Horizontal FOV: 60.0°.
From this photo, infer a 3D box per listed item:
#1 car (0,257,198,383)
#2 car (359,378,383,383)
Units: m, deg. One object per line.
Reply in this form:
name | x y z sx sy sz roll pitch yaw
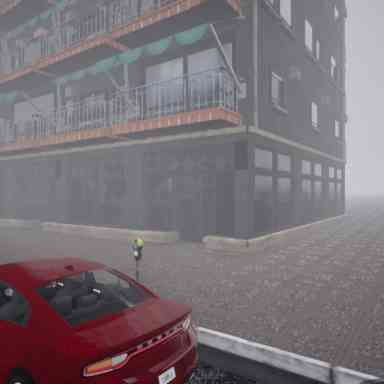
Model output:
car | -2.042 1.545 4.326 4.507 1.381 1.887 0 0 35
car | 2.551 1.566 1.059 4.313 1.339 1.947 0 0 35
